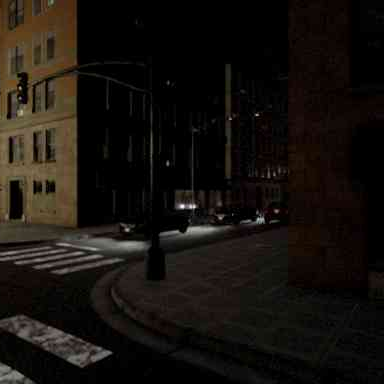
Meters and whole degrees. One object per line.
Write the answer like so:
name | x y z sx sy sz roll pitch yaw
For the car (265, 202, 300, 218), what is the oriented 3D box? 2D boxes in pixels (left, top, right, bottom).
car | 9.356 1.786 34.011 1.895 1.301 4.718 0 0 36

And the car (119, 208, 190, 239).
car | -1.878 1.605 18.276 1.812 1.442 4.674 0 0 34

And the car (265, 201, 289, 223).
car | 7.499 1.497 26.339 2.097 1.767 4.553 0 0 36

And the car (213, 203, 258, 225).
car | 3.453 1.622 25.748 2.128 1.511 4.902 0 0 35
